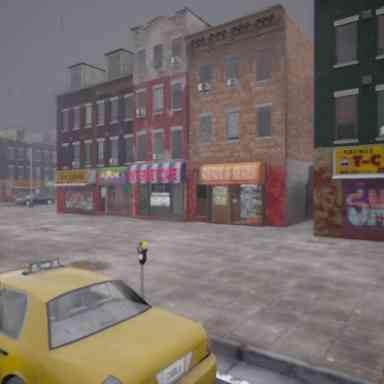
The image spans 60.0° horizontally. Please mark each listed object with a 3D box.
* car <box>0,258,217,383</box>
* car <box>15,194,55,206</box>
[{"bbox_3d":[-2.032,1.536,4.251,4.829,1.417,1.752,0,0,35],"label":"car"},{"bbox_3d":[-19.967,0.988,42.457,1.837,1.490,4.892,0,2,35],"label":"car"}]
